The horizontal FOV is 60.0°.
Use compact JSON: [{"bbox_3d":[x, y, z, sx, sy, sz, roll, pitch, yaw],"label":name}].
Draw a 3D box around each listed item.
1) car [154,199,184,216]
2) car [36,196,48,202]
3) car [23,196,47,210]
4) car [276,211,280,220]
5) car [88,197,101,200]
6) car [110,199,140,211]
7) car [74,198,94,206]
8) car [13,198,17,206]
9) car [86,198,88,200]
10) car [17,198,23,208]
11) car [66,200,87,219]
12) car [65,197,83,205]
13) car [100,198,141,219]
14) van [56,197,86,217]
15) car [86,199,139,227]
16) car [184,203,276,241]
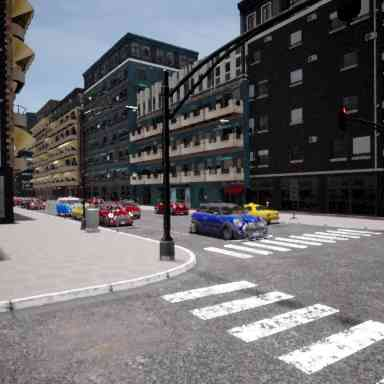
[{"bbox_3d":[-2.173,1.441,33.329,1.967,1.590,4.097,-1,1,-35],"label":"car"},{"bbox_3d":[-37.497,1.727,82.910,1.887,1.381,4.507,-1,1,-35],"label":"car"},{"bbox_3d":[-21.844,1.627,46.496,1.967,1.590,4.097,-1,1,-35],"label":"car"},{"bbox_3d":[4.152,1.498,24.454,1.752,1.417,4.829,-1,1,-35],"label":"car"},{"bbox_3d":[-15.019,1.501,51.358,1.967,1.590,4.097,-1,1,-35],"label":"car"},{"bbox_3d":[-8.594,1.581,42.345,2.008,1.369,4.403,-1,1,-35],"label":"car"},{"bbox_3d":[-18.229,1.643,55.866,1.947,1.339,4.313,-1,1,-35],"label":"car"},{"bbox_3d":[-31.476,1.782,60.019,1.887,1.381,4.507,-1,1,-35],"label":"car"},{"bbox_3d":[-15.048,1.477,41.466,2.097,1.767,4.553,-1,0,-35],"label":"car"},{"bbox_3d":[-25.053,1.769,51.004,1.947,1.339,4.313,-1,1,-35],"label":"car"},{"bbox_3d":[-8.898,1.652,28.330,1.752,1.417,4.829,-1,1,-35],"label":"car"},{"bbox_3d":[-21.440,1.645,60.374,2.008,1.369,4.403,-1,1,-35],"label":"car"},{"bbox_3d":[-6.164,1.562,28.953,1.882,1.535,5.008,-1,1,-36],"label":"car"},{"bbox_3d":[-12.211,1.483,32.974,1.690,1.788,3.998,-1,1,-35],"label":"van"},{"bbox_3d":[-5.787,1.553,23.961,1.967,1.590,4.097,-1,1,-35],"label":"car"},{"bbox_3d":[1.809,1.404,17.399,2.097,1.767,4.553,-1,1,-32],"label":"car"}]
